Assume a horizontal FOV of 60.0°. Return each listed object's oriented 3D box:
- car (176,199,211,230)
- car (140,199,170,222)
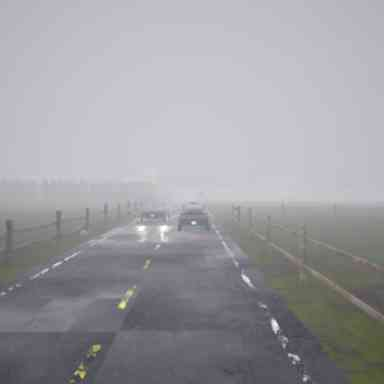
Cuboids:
[{"bbox_3d":[0.105,1.433,20.650,1.837,1.490,4.892,0,0,0],"label":"car"},{"bbox_3d":[-2.744,1.363,25.684,1.882,1.535,5.008,0,0,0],"label":"car"}]
